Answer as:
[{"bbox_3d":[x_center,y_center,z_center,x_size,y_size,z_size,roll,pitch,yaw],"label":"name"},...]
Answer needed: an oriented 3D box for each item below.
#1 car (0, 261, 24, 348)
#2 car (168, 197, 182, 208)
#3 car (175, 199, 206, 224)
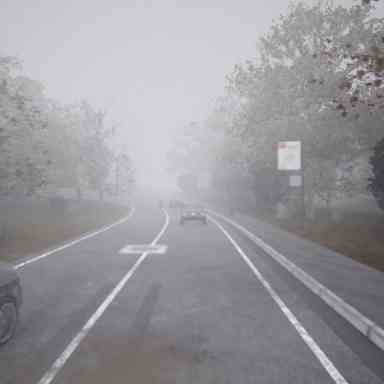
[{"bbox_3d":[-3.587,1.512,3.536,1.812,1.442,4.674,0,0,0],"label":"car"},{"bbox_3d":[-2.044,1.330,42.391,1.895,1.301,4.718,-1,2,-10],"label":"car"},{"bbox_3d":[-0.021,1.497,24.384,2.033,1.411,5.357,0,0,-3],"label":"car"}]
